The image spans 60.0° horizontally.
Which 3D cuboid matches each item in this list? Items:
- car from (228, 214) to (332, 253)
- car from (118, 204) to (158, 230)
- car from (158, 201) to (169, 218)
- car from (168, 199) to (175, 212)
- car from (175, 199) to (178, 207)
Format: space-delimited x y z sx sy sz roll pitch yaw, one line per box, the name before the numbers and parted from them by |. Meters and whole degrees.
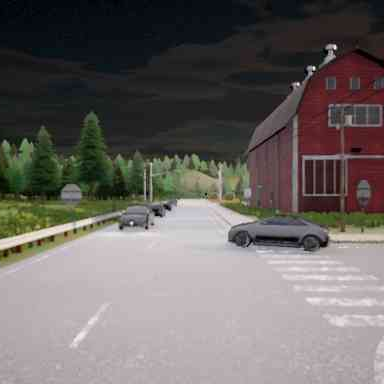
car | 3.674 1.651 14.151 4.181 1.385 1.994 0 0 24
car | -3.597 1.638 22.187 1.837 1.490 4.892 0 0 0
car | -3.602 1.793 32.011 1.895 1.301 4.718 0 0 0
car | -3.596 1.860 43.251 1.895 1.301 4.718 0 0 0
car | -3.502 1.971 59.733 2.033 1.411 5.357 0 0 0
